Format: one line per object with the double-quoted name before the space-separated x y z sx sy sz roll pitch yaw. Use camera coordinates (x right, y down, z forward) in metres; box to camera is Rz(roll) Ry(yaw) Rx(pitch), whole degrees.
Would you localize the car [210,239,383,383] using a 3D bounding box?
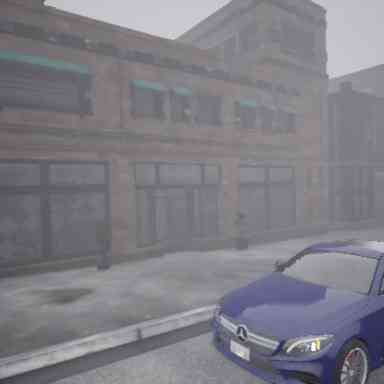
"car" 2.427 1.521 5.105 4.674 1.442 1.812 0 0 -36
